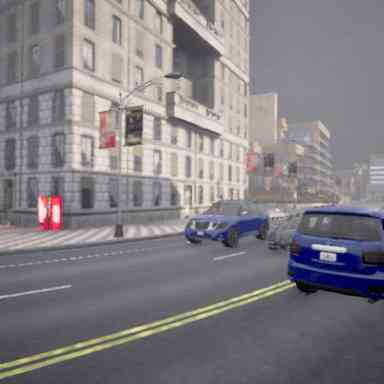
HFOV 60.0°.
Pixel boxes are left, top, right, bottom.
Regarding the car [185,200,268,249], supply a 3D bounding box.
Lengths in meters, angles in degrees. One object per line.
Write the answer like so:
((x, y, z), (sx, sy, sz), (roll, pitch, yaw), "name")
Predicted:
((1.977, 1.450, 16.401), (2.150, 2.045, 5.566), (0, -1, 36), "car")

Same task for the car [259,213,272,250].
((4.968, 1.733, 14.654), (1.837, 1.490, 4.892), (0, -1, 36), "car")

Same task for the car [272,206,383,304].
((4.454, 1.362, 8.257), (2.150, 2.045, 5.566), (0, -1, 44), "car")
